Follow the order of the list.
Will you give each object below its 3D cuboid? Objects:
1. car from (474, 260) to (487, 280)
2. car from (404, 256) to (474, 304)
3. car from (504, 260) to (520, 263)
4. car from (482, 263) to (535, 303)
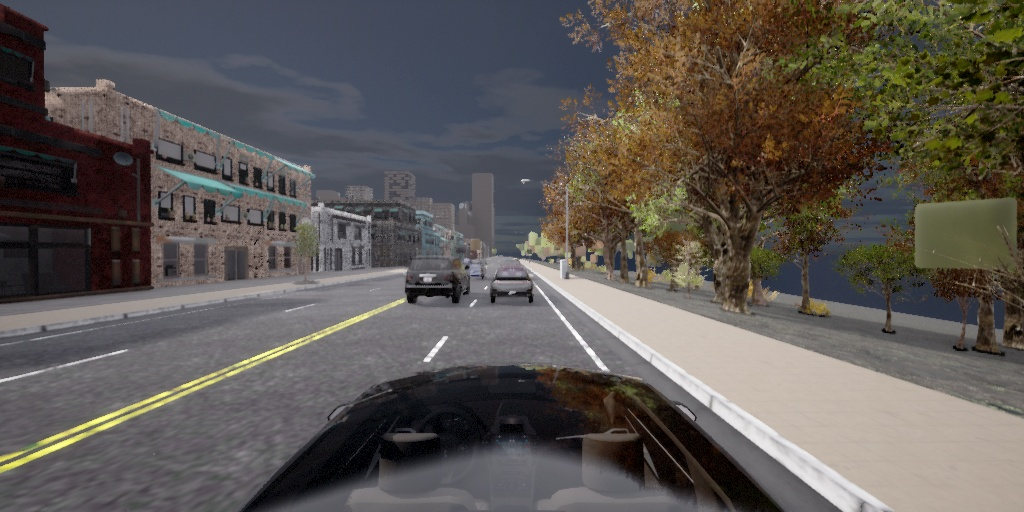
[{"bbox_3d":[-3.250,1.305,31.501,2.033,1.411,5.357,0,0,0],"label":"car"},{"bbox_3d":[-3.249,1.002,16.530,2.150,2.045,5.566,0,0,0],"label":"car"},{"bbox_3d":[0.000,1.108,31.471,2.097,1.767,4.553,0,0,0],"label":"car"},{"bbox_3d":[0.000,1.240,16.501,2.128,1.511,4.902,0,0,0],"label":"car"}]
